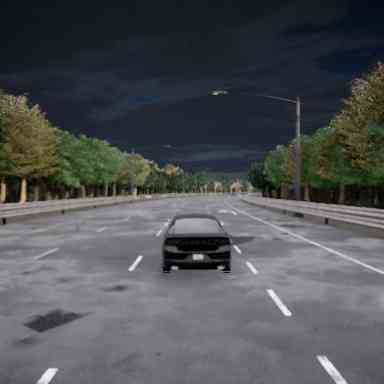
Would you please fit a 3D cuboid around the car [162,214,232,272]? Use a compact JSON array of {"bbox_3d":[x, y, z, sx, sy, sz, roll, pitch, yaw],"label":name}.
[{"bbox_3d":[0.090,1.434,10.706,1.882,1.535,5.008,0,1,-1],"label":"car"}]
